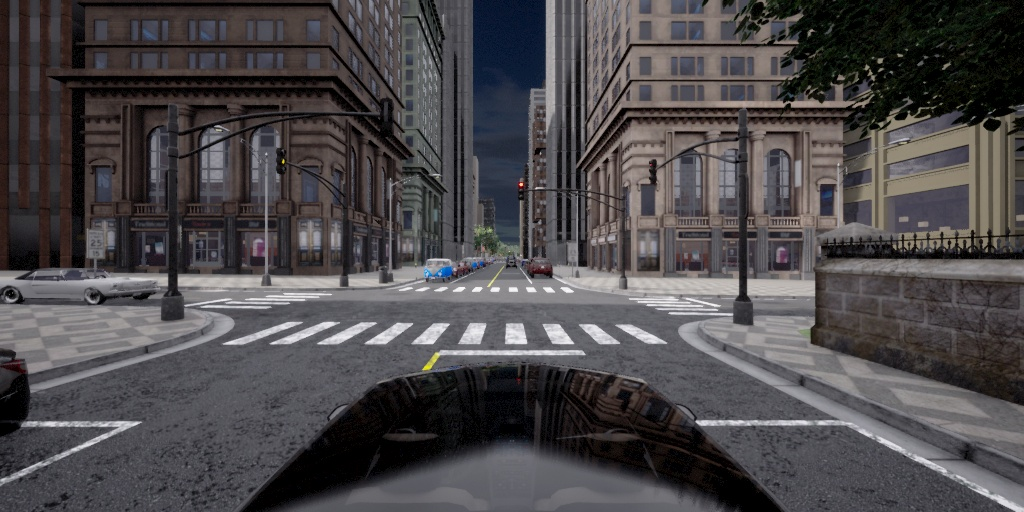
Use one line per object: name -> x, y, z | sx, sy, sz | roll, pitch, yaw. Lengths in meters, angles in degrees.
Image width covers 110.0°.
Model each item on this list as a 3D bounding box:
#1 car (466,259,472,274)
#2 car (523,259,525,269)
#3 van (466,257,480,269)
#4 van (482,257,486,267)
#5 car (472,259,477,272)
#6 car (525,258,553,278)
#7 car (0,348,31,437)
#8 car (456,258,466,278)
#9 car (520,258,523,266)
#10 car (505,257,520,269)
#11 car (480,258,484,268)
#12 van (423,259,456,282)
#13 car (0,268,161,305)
car -> -5.838, 1.323, 39.365 | 1.888, 1.381, 4.507 | 0, 0, 0
car -> 2.688, 1.092, 39.391 | 2.192, 1.841, 5.009 | 0, 0, 0
van -> -5.860, 1.135, 50.248 | 1.690, 1.789, 3.998 | 0, 0, 0
van -> -5.881, 1.151, 61.130 | 1.690, 1.789, 3.998 | 0, 0, 0
car -> -5.849, 1.351, 44.806 | 1.948, 1.339, 4.313 | 0, 0, 0
car -> 2.698, 1.085, 33.950 | 2.192, 1.841, 5.009 | 0, 0, 0
car -> -5.763, 1.316, 1.827 | 1.948, 1.339, 4.313 | 0, 0, 0
car -> -5.827, 1.210, 33.924 | 1.967, 1.591, 4.097 | 0, 0, 0
car -> 2.655, 1.353, 55.713 | 2.007, 1.370, 4.403 | 0, 0, 0
car -> -0.063, 1.312, 59.140 | 1.837, 1.490, 4.892 | 0, 0, 1
car -> -5.870, 1.347, 55.689 | 1.888, 1.381, 4.507 | 0, 0, 0
van -> -5.816, 1.105, 28.484 | 1.690, 1.789, 3.998 | 0, 0, 0
car -> -16.565, 1.120, 13.728 | 4.718, 1.301, 1.895 | 1, 0, 0
